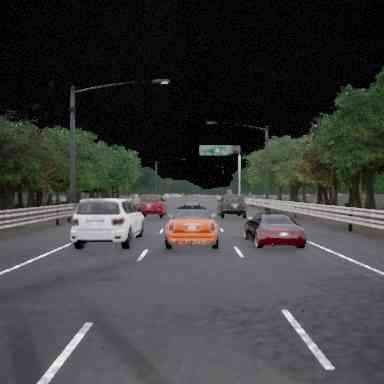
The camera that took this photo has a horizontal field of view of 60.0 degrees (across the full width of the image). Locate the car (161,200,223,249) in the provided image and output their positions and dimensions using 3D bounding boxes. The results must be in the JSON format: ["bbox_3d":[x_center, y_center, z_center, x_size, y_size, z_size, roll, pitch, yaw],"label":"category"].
[{"bbox_3d":[0.000,1.369,14.621,2.097,1.767,4.553,0,0,0],"label":"car"}]

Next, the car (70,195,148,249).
[{"bbox_3d":[-3.500,1.260,14.680,2.150,2.045,5.566,0,0,0],"label":"car"}]

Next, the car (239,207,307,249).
[{"bbox_3d":[3.500,1.575,14.650,1.994,1.385,4.181,0,0,0],"label":"car"}]

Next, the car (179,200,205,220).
[{"bbox_3d":[0.000,1.512,29.651,2.128,1.511,4.902,0,0,0],"label":"car"}]

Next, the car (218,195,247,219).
[{"bbox_3d":[3.500,1.274,29.681,2.150,2.045,5.566,0,0,0],"label":"car"}]

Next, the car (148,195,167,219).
[{"bbox_3d":[-3.500,1.274,29.681,2.150,2.045,5.566,0,0,0],"label":"car"}]
